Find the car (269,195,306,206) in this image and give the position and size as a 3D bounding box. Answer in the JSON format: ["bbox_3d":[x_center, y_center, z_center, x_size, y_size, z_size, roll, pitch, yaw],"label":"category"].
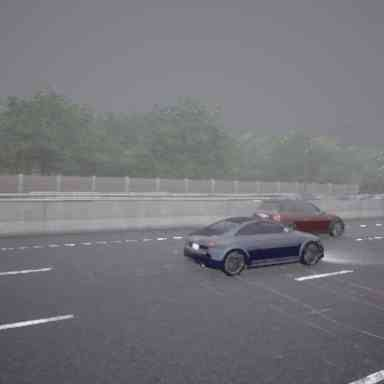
[{"bbox_3d":[12.481,1.065,43.409,4.718,1.301,1.895,1,1,-28],"label":"car"}]

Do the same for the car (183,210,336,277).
[{"bbox_3d":[1.849,1.420,9.723,4.181,1.385,1.994,0,1,-28],"label":"car"}]

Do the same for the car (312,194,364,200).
[{"bbox_3d":[16.439,1.181,37.604,5.357,1.411,2.033,0,1,-28],"label":"car"}]

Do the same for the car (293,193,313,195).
[{"bbox_3d":[12.840,0.887,39.644,4.553,1.767,2.097,0,1,-28],"label":"car"}]

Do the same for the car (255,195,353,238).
[{"bbox_3d":[4.890,1.165,15.348,4.553,1.767,2.097,0,1,-28],"label":"car"}]

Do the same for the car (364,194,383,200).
[{"bbox_3d":[27.554,1.151,47.580,4.902,1.511,2.128,0,1,-28],"label":"car"}]
